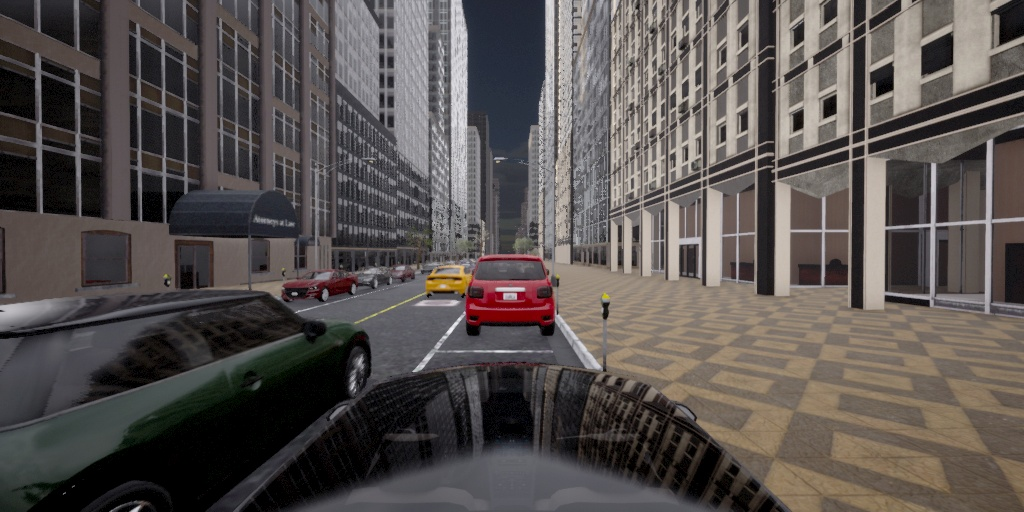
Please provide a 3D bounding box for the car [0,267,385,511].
[{"bbox_3d":[-3.146,1.101,3.508,2.097,1.767,4.553,0,0,0],"label":"car"}]

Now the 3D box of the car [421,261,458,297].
[{"bbox_3d":[-3.114,1.224,18.832,1.882,1.535,5.008,0,0,1],"label":"car"}]

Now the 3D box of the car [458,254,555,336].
[{"bbox_3d":[-0.039,0.976,10.531,2.150,2.045,5.566,0,0,0],"label":"car"}]

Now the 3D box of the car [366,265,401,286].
[{"bbox_3d":[-8.838,1.297,22.523,2.007,1.370,4.403,0,0,0],"label":"car"}]

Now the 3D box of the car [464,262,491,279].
[{"bbox_3d":[-3.124,1.309,33.078,1.994,1.385,4.181,0,0,1],"label":"car"}]

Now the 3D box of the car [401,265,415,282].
[{"bbox_3d":[-8.837,1.327,28.206,1.802,1.307,4.207,0,0,0],"label":"car"}]

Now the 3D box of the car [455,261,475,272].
[{"bbox_3d":[-6.163,1.342,47.392,1.895,1.301,4.718,0,0,0],"label":"car"}]
